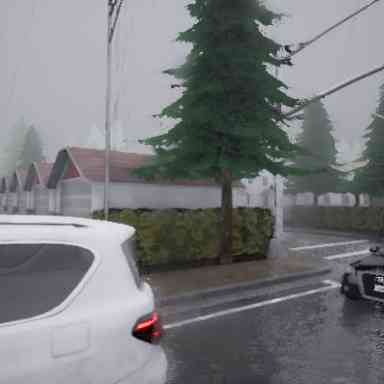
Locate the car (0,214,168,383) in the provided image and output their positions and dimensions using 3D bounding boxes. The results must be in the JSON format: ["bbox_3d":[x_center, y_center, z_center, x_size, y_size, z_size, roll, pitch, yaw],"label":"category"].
[{"bbox_3d":[-2.815,1.173,2.004,5.566,2.045,2.150,3,-2,-35],"label":"car"}]

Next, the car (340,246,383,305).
[{"bbox_3d":[5.216,1.780,7.563,4.181,1.385,1.994,4,-3,-37],"label":"car"}]
